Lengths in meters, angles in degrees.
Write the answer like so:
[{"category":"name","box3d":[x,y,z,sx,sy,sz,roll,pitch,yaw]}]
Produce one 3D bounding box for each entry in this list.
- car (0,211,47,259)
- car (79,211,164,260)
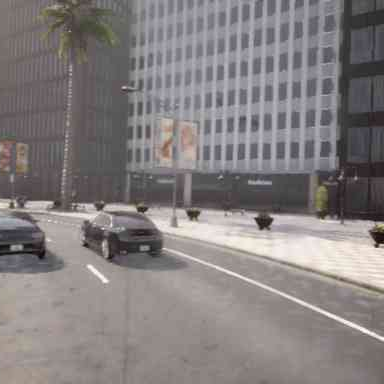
[{"category":"car","box3d":[-6.194,1.365,11.281,1.812,1.442,4.674,2,0,-34]},{"category":"car","box3d":[-2.754,1.465,12.347,1.837,1.490,4.892,3,-1,-33]}]
